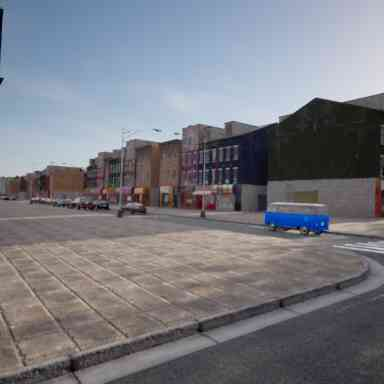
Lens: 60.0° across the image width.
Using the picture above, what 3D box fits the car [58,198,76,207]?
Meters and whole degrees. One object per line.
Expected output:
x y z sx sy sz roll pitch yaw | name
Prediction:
-22.627 1.842 59.896 1.887 1.381 4.507 3 -2 -36 | car

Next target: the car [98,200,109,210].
-13.026 1.813 46.598 1.947 1.339 4.313 3 -2 -36 | car

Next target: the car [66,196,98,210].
-14.860 1.489 44.745 2.097 1.767 4.553 3 -2 -35 | car

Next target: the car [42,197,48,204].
-29.126 1.870 68.898 1.752 1.417 4.829 3 -2 -36 | car

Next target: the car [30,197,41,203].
-38.630 2.010 82.055 1.802 1.307 4.206 3 -2 -36 | car

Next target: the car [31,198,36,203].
-35.425 1.837 77.627 1.967 1.590 4.097 3 -2 -36 | car

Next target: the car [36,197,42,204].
-32.229 1.951 73.192 1.802 1.307 4.206 3 -2 -36 | car

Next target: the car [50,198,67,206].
-25.827 1.886 64.327 1.947 1.339 4.313 3 -2 -36 | car

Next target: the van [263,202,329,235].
6.182 1.555 20.008 1.690 1.788 3.998 3 -2 -36 | van

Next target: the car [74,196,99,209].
-16.218 1.577 51.037 2.192 1.841 5.009 3 -2 -36 | car

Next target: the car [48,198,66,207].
-20.689 1.709 52.716 2.033 1.411 5.357 3 -2 -36 | car

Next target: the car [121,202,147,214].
-6.627 1.808 37.733 1.802 1.307 4.206 3 -2 -36 | car
